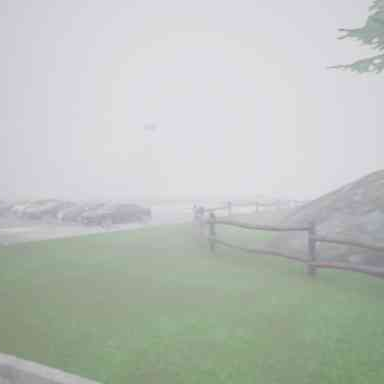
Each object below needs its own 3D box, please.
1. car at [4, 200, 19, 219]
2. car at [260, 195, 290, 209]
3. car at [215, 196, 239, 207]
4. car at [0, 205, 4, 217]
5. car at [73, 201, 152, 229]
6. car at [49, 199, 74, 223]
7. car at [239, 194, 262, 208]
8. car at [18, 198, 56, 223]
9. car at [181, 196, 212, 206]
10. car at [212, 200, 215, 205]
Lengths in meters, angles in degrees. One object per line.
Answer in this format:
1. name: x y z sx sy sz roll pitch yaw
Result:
1. car: -12.910 1.334 28.280 2.097 1.767 4.553 0 0 38
2. car: 10.649 1.296 41.297 1.812 1.442 4.674 0 0 38
3. car: 5.752 1.293 46.386 1.837 1.490 4.892 0 0 39
4. car: -15.655 1.485 30.451 2.128 1.511 4.902 0 0 38
5. car: -4.794 1.428 21.615 1.882 1.535 5.008 0 0 38
6. car: -7.304 1.450 24.088 2.128 1.511 4.902 0 0 38
7. car: 8.700 1.123 44.470 2.097 1.767 4.553 0 0 39
8. car: -10.325 1.451 25.906 1.882 1.535 5.008 0 0 38
9. car: 0.296 1.301 50.771 2.128 1.511 4.902 0 0 39
10. car: 5.060 1.321 51.122 2.033 1.411 5.357 0 0 39
